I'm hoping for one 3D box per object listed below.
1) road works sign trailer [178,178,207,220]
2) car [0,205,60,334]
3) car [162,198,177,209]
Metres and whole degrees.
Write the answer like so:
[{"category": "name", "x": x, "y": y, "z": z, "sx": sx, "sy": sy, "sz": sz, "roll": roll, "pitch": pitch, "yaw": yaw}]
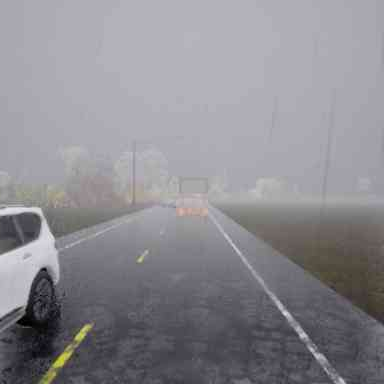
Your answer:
[{"category": "road works sign trailer", "x": 0.108, "y": 0.553, "z": 29.069, "sx": 2.380, "sy": 3.560, "sz": 2.880, "roll": 0, "pitch": 0, "yaw": 0}, {"category": "car", "x": -3.595, "y": 1.234, "z": 4.154, "sx": 2.150, "sy": 2.045, "sz": 5.566, "roll": 0, "pitch": 0, "yaw": 0}, {"category": "car", "x": -3.327, "y": 1.676, "z": 48.347, "sx": 1.812, "sy": 1.442, "sz": 4.674, "roll": 0, "pitch": 0, "yaw": 1}]
